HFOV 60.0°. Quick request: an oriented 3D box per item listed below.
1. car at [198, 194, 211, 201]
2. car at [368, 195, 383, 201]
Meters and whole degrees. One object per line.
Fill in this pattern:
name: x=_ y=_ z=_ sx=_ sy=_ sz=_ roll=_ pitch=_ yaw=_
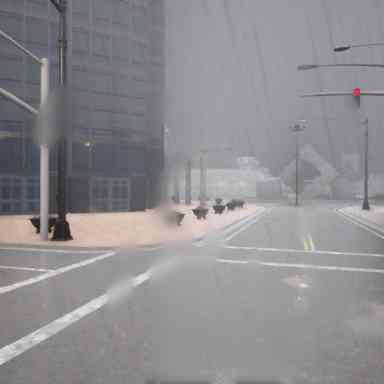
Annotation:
car: x=2.649 y=1.255 z=71.881 sx=2.128 sy=1.511 sz=4.902 roll=0 pitch=0 yaw=-13
car: x=44.710 y=1.427 z=81.545 sx=2.128 sy=1.511 sz=4.902 roll=0 pitch=0 yaw=-27
